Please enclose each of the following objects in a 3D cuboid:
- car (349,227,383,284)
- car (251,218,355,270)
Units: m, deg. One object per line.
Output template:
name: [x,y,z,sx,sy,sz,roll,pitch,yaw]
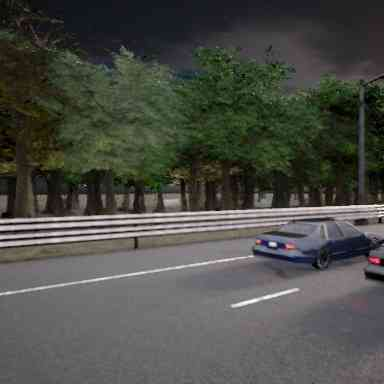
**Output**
car: [6.435,1.593,8.357,5.357,1.411,2.033,0,0,-35]
car: [4.415,1.593,11.215,5.357,1.411,2.033,0,0,-35]
